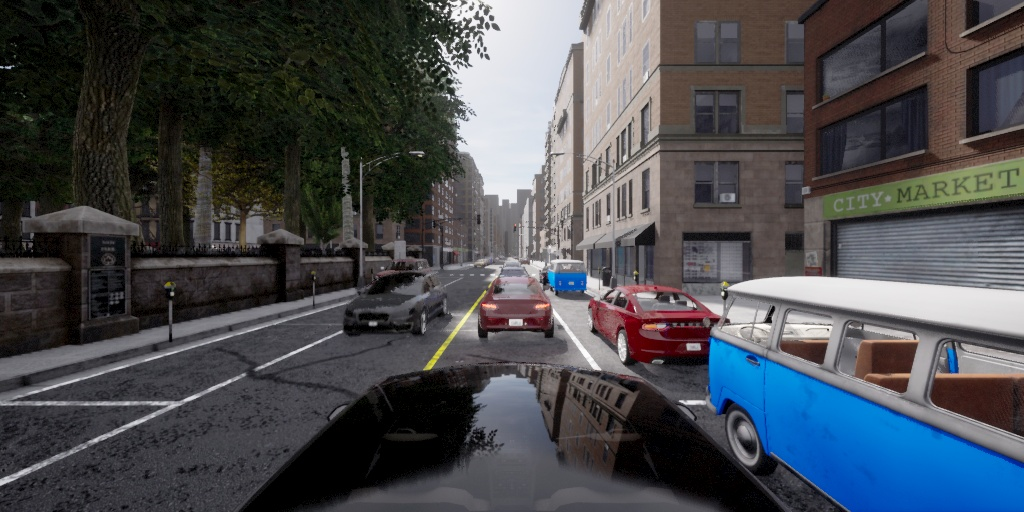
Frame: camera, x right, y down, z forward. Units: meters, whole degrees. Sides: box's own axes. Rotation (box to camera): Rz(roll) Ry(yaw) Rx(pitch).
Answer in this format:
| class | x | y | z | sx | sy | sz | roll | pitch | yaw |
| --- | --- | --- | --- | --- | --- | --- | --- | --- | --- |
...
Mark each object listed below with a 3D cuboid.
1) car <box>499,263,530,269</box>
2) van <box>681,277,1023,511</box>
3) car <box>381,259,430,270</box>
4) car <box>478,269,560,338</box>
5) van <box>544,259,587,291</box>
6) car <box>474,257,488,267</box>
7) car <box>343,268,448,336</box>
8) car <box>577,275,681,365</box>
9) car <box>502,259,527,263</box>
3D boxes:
| class | x | y | z | sx | sy | sz | roll | pitch | yaw |
| --- | --- | --- | --- | --- | --- | --- | --- | --- | --- |
| car | 0.110 | 1.292 | 19.652 | 2.033 | 1.411 | 5.357 | 0 | 0 | 1 |
| van | 2.857 | 1.091 | 2.209 | 1.690 | 1.789 | 3.998 | 0 | 0 | 0 |
| car | -5.655 | 1.059 | 19.157 | 2.192 | 1.841 | 5.009 | 0 | 0 | 0 |
| car | 0.101 | 1.274 | 10.073 | 1.812 | 1.442 | 4.674 | 0 | 0 | 0 |
| van | 2.869 | 1.085 | 19.191 | 1.690 | 1.789 | 3.998 | 0 | 0 | 0 |
| car | -5.624 | 1.229 | 62.676 | 1.751 | 1.417 | 4.829 | 0 | 0 | 0 |
| car | -3.090 | 1.253 | 10.408 | 1.837 | 1.490 | 4.892 | 0 | 0 | 0 |
| car | 2.861 | 1.294 | 7.870 | 1.888 | 1.381 | 4.507 | 0 | 0 | 0 |
| car | 0.024 | 1.242 | 29.396 | 1.837 | 1.490 | 4.892 | 0 | 0 | 0 |
